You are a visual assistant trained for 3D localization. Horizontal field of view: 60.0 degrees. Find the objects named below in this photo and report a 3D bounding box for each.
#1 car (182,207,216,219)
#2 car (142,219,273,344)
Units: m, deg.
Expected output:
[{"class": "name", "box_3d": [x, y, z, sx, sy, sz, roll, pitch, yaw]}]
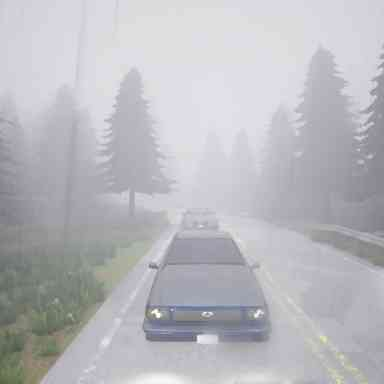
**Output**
[{"class": "car", "box_3d": [0.385, 1.584, 19.135, 1.994, 1.385, 4.181, 0, 0, -2]}, {"class": "car", "box_3d": [0.243, 1.557, 7.050, 2.033, 1.411, 5.357, 0, 0, 1]}]
